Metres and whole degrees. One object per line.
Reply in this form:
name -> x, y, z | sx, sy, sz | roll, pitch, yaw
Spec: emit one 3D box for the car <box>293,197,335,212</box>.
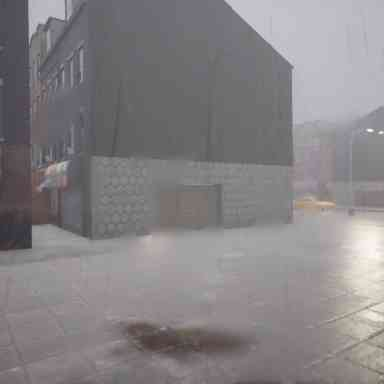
car -> 12.519, 1.277, 34.955 | 1.882, 1.535, 5.008 | -1, 1, -35
